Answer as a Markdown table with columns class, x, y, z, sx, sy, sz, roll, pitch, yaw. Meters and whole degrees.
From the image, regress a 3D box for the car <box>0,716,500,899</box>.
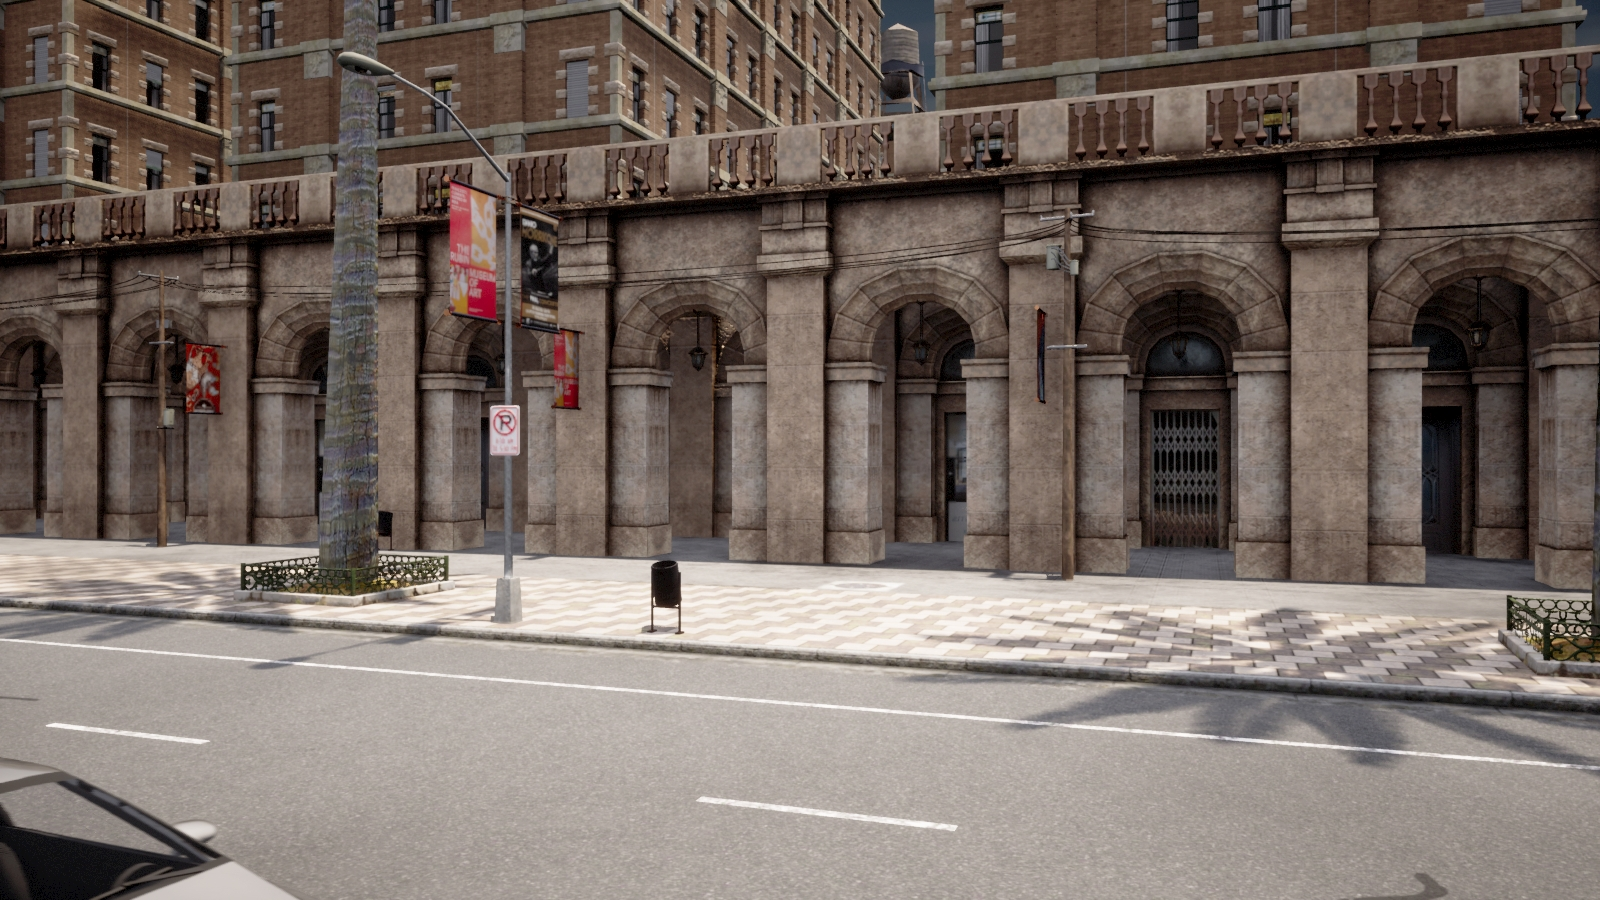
| class | x | y | z | sx | sy | sz | roll | pitch | yaw |
| --- | --- | --- | --- | --- | --- | --- | --- | --- | --- |
| car | -3.517 | 2.068 | 4.580 | 4.193 | 1.474 | 1.816 | 0 | 0 | 20 |
